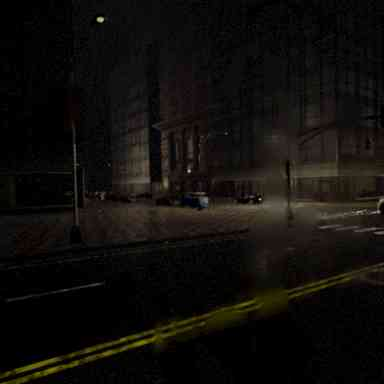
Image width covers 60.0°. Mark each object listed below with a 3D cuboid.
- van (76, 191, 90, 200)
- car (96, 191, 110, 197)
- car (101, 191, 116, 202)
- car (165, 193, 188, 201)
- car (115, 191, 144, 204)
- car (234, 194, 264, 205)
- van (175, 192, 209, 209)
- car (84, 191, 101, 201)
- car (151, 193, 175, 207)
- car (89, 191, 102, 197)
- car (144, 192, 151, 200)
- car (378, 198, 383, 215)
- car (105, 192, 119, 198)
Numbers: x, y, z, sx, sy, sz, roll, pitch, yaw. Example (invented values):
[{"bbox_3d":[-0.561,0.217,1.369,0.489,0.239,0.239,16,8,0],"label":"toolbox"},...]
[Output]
[{"bbox_3d":[-22.716,0.693,69.453,1.690,1.788,3.998,-2,1,-35],"label":"van"},{"bbox_3d":[-22.326,0.581,83.603,2.008,1.369,4.403,-2,1,-35],"label":"car"},{"bbox_3d":[-12.888,0.776,55.648,2.192,1.841,5.009,-2,1,-35],"label":"car"},{"bbox_3d":[-2.666,0.831,55.995,1.802,1.307,4.206,-2,1,-35],"label":"car"},{"bbox_3d":[-9.609,0.935,51.049,1.967,1.590,4.097,-2,1,-35],"label":"car"},{"bbox_3d":[7.165,0.908,42.190,1.947,1.339,4.313,-2,1,-35],"label":"car"},{"bbox_3d":[0.219,0.929,37.243,1.690,1.788,3.998,-2,1,-35],"label":"van"},{"bbox_3d":[-19.440,0.704,64.851,2.192,1.841,5.009,-2,1,-35],"label":"car"},{"bbox_3d":[-3.054,1.140,41.849,1.802,1.307,4.206,-2,1,-35],"label":"car"},{"bbox_3d":[-25.604,0.432,88.202,1.967,1.590,4.097,-2,1,-35],"label":"car"},{"bbox_3d":[-9.219,0.725,65.197,1.887,1.381,4.507,-2,1,-35],"label":"car"},{"bbox_3d":[15.786,0.775,23.447,2.150,2.045,5.566,0,1,-9],"label":"car"},{"bbox_3d":[-19.049,0.650,79.002,1.802,1.307,4.206,-2,1,-35],"label":"car"}]
